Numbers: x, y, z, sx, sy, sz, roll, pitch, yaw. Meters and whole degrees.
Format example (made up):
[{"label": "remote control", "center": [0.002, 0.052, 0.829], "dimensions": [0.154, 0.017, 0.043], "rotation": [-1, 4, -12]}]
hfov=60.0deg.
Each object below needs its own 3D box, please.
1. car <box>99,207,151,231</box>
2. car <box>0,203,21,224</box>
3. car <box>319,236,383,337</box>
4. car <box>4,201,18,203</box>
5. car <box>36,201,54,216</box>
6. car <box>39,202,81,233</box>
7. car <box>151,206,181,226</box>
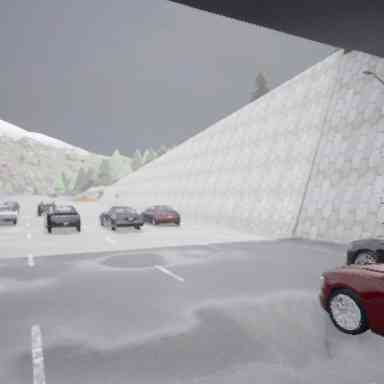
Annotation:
[{"label": "car", "center": [-4.729, 1.669, 21.800], "dimensions": [2.033, 1.411, 5.357], "rotation": [0, 0, -27]}, {"label": "car", "center": [-14.235, 1.724, 25.176], "dimensions": [1.895, 1.301, 4.718], "rotation": [0, 0, -26]}, {"label": "car", "center": [3.999, 1.512, 4.298], "dimensions": [1.882, 1.535, 5.008], "rotation": [0, -1, -27]}, {"label": "car", "center": [-20.091, 1.729, 36.916], "dimensions": [2.033, 1.411, 5.357], "rotation": [0, 0, -26]}, {"label": "car", "center": [-15.328, 1.672, 35.211], "dimensions": [2.128, 1.511, 4.902], "rotation": [0, 0, -27]}, {"label": "car", "center": [-8.152, 1.598, 20.821], "dimensions": [2.128, 1.511, 4.902], "rotation": [0, -1, -27]}, {"label": "car", "center": [-2.437, 1.710, 25.048], "dimensions": [1.994, 1.385, 4.181], "rotation": [0, 0, -26]}]
